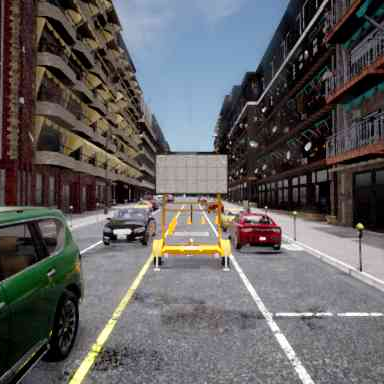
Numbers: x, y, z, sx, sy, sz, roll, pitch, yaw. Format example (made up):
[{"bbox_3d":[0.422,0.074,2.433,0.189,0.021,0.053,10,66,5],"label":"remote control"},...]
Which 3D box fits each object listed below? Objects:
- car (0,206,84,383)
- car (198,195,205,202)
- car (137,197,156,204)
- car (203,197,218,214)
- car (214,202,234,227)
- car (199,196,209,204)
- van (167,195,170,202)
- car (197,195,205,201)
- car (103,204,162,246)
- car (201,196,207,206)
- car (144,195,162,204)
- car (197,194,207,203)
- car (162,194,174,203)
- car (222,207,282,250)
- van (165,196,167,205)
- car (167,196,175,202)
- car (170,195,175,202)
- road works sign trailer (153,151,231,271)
[{"bbox_3d":[-2.745,1.224,3.004,2.150,2.045,5.566,0,0,0],"label":"car"},{"bbox_3d":[2.513,1.676,58.548,1.887,1.381,4.507,1,0,0],"label":"car"},{"bbox_3d":[-5.338,1.588,36.308,1.752,1.417,4.829,2,0,0],"label":"car"},{"bbox_3d":[2.541,1.608,36.425,1.887,1.381,4.507,1,0,0],"label":"car"},{"bbox_3d":[2.562,1.551,20.004,1.752,1.417,4.829,1,0,0],"label":"car"},{"bbox_3d":[2.509,1.616,69.610,1.967,1.590,4.097,1,0,0],"label":"car"},{"bbox_3d":[-5.362,1.472,58.601,1.690,1.788,3.998,1,0,0],"label":"van"},{"bbox_3d":[2.439,1.723,91.735,1.967,1.590,4.097,1,0,0],"label":"car"},{"bbox_3d":[-2.771,1.509,15.508,2.128,1.511,4.902,0,0,0],"label":"car"},{"bbox_3d":[2.534,1.628,41.956,2.008,1.369,4.403,1,0,0],"label":"car"},{"bbox_3d":[-5.340,1.392,42.010,2.192,1.841,5.009,2,0,0],"label":"car"},{"bbox_3d":[2.456,1.541,80.673,2.192,1.841,5.009,1,0,0],"label":"car"},{"bbox_3d":[-5.383,1.516,75.191,2.192,1.841,5.009,1,0,0],"label":"car"},{"bbox_3d":[2.569,1.561,14.302,1.887,1.381,4.507,1,0,0],"label":"car"},{"bbox_3d":[-5.355,1.452,53.069,1.690,1.788,3.998,2,0,0],"label":"van"},{"bbox_3d":[-5.403,1.819,86.253,1.947,1.339,4.313,1,0,0],"label":"car"},{"bbox_3d":[-5.376,1.492,69.661,2.192,1.841,5.009,1,0,0],"label":"car"},{"bbox_3d":[-0.012,0.475,10.965,2.380,3.560,2.880,0,0,0],"label":"road works sign trailer"}]
